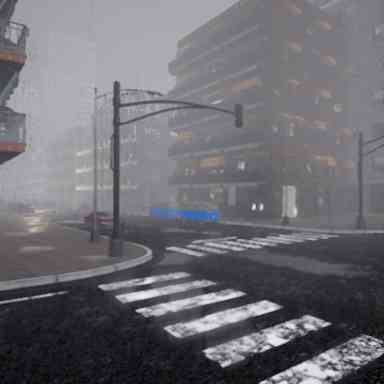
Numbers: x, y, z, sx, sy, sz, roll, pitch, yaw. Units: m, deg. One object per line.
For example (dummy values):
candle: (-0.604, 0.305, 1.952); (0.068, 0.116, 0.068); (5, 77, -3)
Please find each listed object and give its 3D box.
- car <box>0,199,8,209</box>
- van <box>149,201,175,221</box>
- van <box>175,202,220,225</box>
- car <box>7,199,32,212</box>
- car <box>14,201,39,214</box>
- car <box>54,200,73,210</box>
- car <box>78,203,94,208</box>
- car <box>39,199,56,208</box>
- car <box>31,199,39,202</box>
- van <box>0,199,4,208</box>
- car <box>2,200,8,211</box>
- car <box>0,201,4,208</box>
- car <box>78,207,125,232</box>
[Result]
car: (-39.296, 2.441, 68.145); (2.192, 1.841, 5.009); (-1, 0, -36)
van: (-2.715, 1.805, 32.418); (1.690, 1.788, 3.998); (-1, 0, -36)
van: (0.598, 1.729, 27.900); (1.690, 1.788, 3.998); (-1, 0, -36)
car: (-26.025, 2.260, 50.090); (1.967, 1.590, 4.097); (-1, 0, -36)
car: (-22.710, 2.326, 45.572); (1.802, 1.307, 4.206); (-1, 0, -36)
car: (-22.689, 2.450, 59.656); (1.752, 1.417, 4.829); (-1, 0, -36)
car: (-15.962, 2.352, 50.485); (1.802, 1.307, 4.206); (-1, 0, -36)
car: (-29.217, 2.391, 68.554); (2.192, 1.841, 5.009); (-1, 0, -36)
car: (-35.842, 2.545, 77.589); (2.192, 1.841, 5.009); (-1, 0, -36)
van: (-32.652, 2.314, 59.124); (1.690, 1.788, 3.998); (-1, 0, -36)
car: (-29.336, 2.447, 54.606); (2.008, 1.369, 4.403); (-1, 0, -36)
car: (-42.619, 2.754, 72.651); (2.008, 1.369, 4.403); (-1, 0, -36)
car: (-6.147, 1.944, 22.986); (1.802, 1.307, 4.206); (-1, 0, -36)
